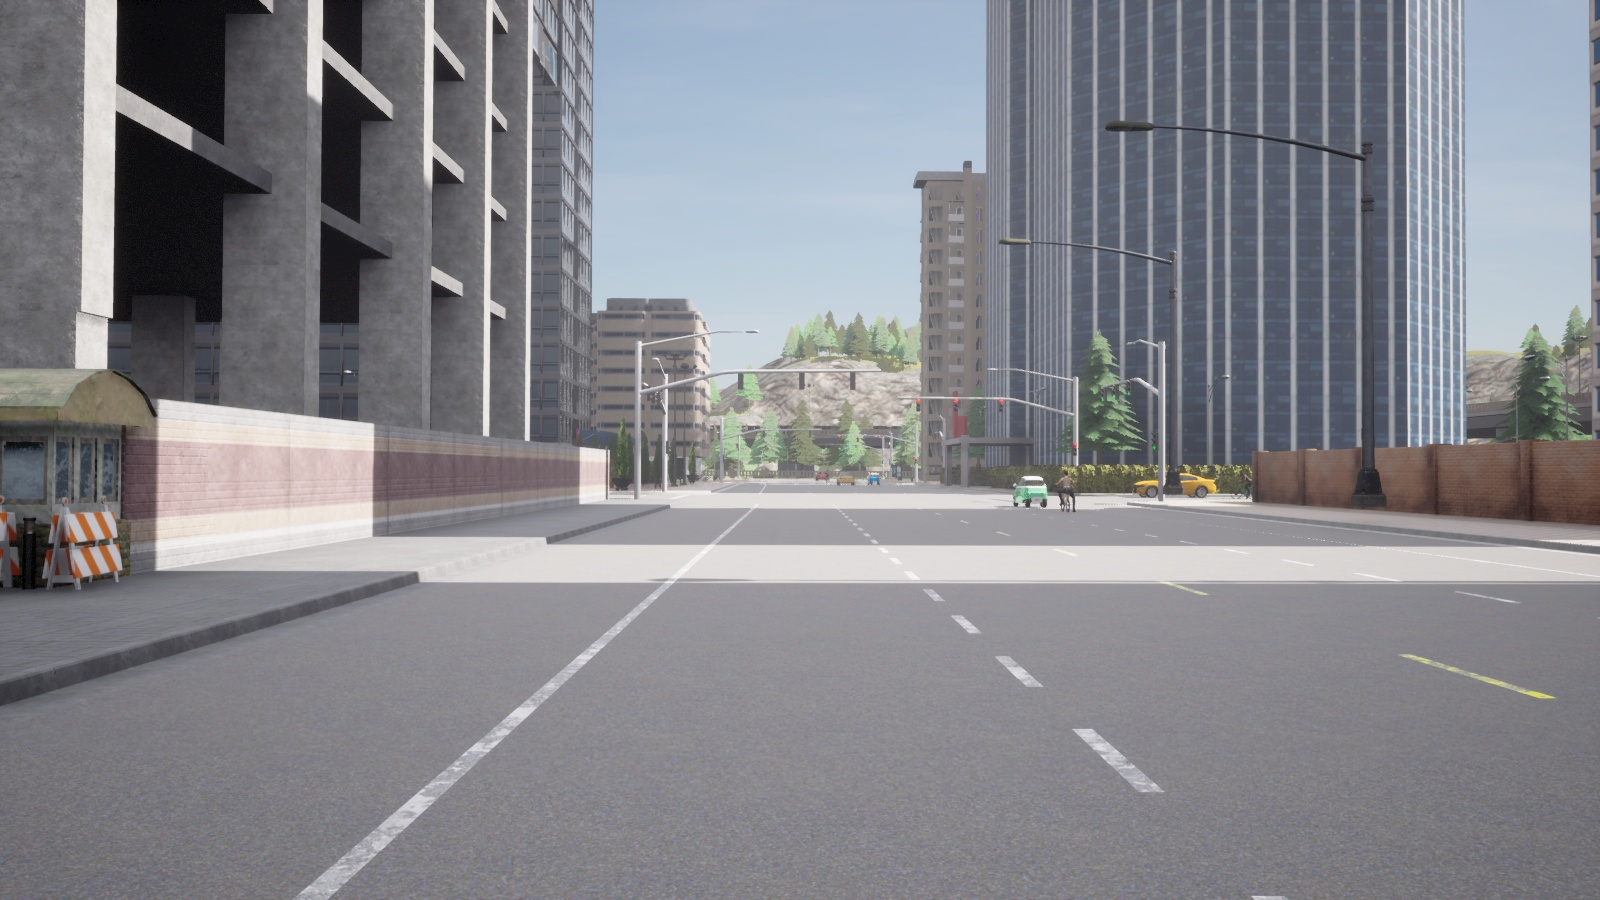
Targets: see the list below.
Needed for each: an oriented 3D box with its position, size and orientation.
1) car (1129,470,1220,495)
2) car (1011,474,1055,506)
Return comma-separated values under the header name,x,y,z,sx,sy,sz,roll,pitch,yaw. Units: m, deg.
name,x,y,z,sx,sy,sz,roll,pitch,yaw
car,23.108,2.000,77.605,5.008,1.535,1.882,0,-1,-1
car,10.301,1.760,55.640,1.481,1.376,2.207,0,-1,-1
